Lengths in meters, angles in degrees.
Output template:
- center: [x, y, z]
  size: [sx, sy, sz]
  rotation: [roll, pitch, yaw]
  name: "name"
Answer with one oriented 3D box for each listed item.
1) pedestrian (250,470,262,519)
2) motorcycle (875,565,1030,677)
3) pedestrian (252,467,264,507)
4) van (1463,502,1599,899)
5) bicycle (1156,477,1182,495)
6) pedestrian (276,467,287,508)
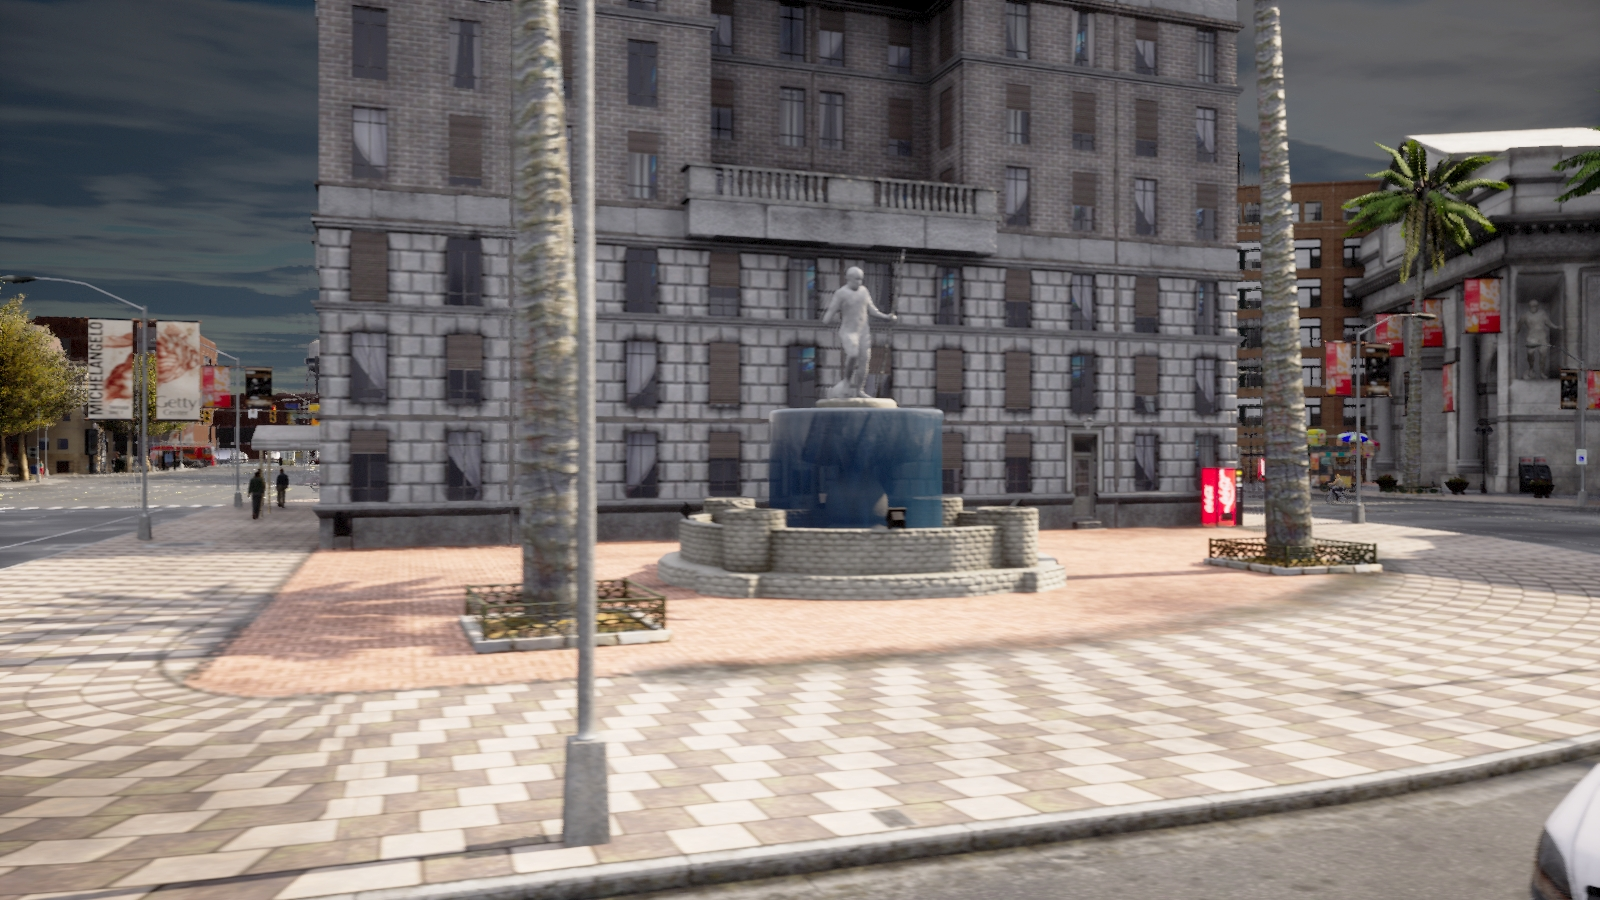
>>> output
- center: [-20.719, 1.701, 43.511]
  size: [0.375, 1.860, 0.375]
  rotation: [0, 0, -19]
  name: "pedestrian"
- center: [1.983, 2.183, 14.847]
  size: [1.805, 1.236, 0.856]
  rotation: [0, -1, -24]
  name: "motorcycle"
- center: [-25.090, 1.701, 52.899]
  size: [0.375, 1.860, 0.375]
  rotation: [0, 0, 0]
  name: "pedestrian"
- center: [6.130, 1.534, 5.612]
  size: [5.915, 2.561, 1.988]
  rotation: [0, 0, -26]
  name: "van"
- center: [23.019, 2.262, 71.286]
  size: [0.859, 1.080, 1.487]
  rotation: [0, 0, -18]
  name: "bicycle"
- center: [-23.504, 1.701, 51.786]
  size: [0.375, 1.860, 0.375]
  rotation: [0, 0, 43]
  name: "pedestrian"
